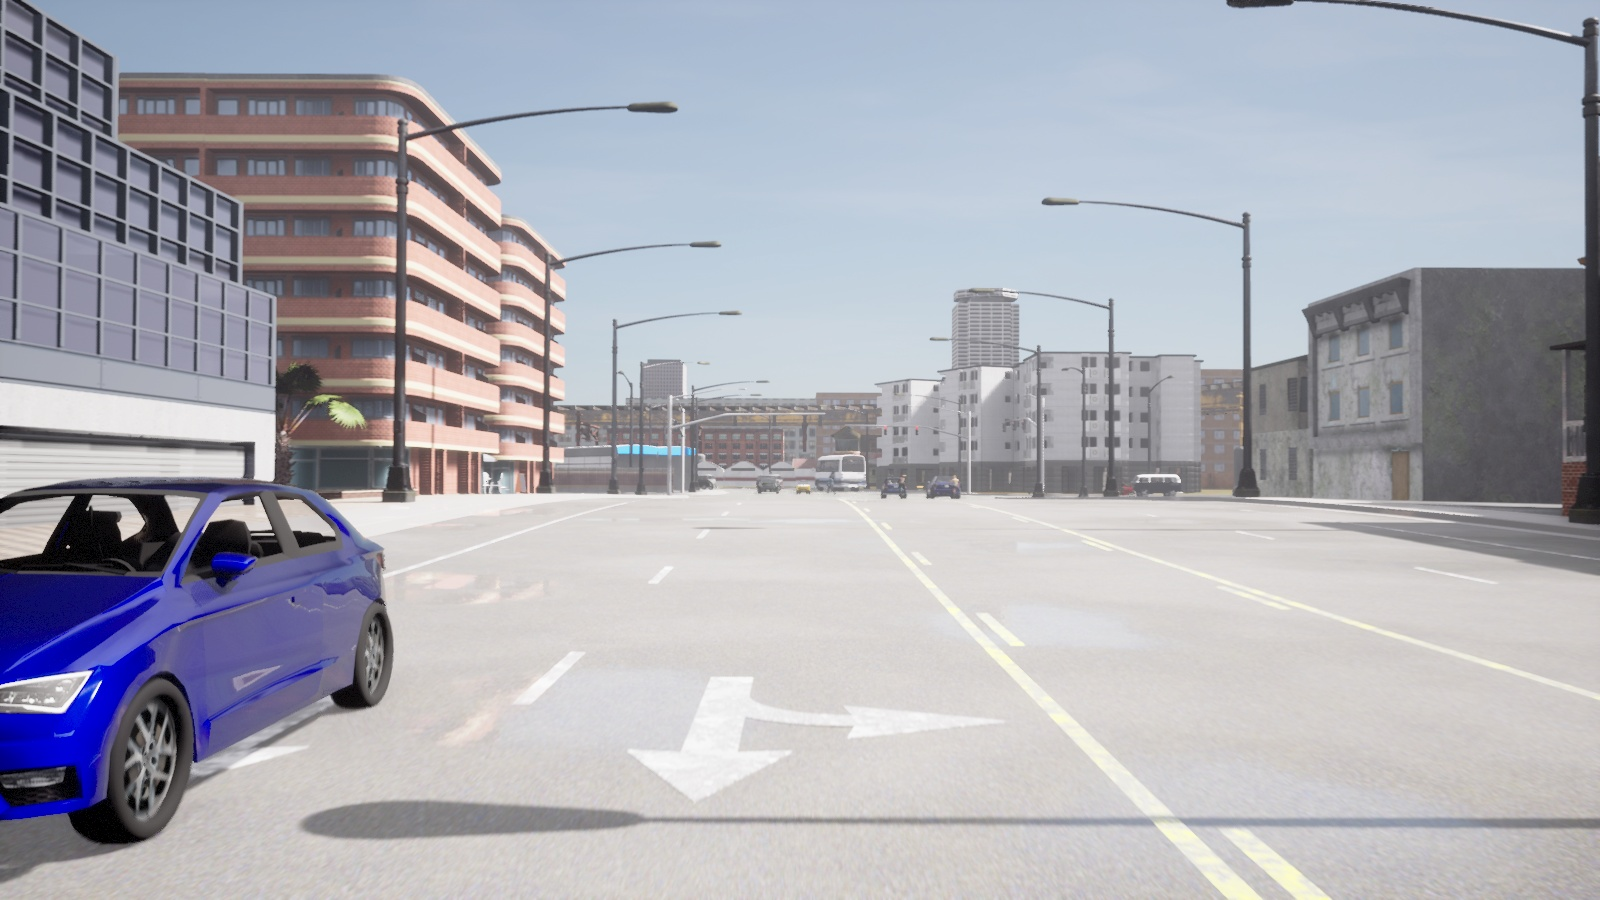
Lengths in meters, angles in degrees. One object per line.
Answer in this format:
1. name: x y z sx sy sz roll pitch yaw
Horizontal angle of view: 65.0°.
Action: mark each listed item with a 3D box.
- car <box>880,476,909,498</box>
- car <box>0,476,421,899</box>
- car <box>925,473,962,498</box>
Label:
1. car: 6.784 2.697 90.610 1.789 1.549 3.705 0 -2 0
2. car: -3.516 0.915 6.539 1.816 1.474 4.193 0 0 0
3. car: 10.285 2.554 90.273 2.097 1.767 4.553 0 -2 0
